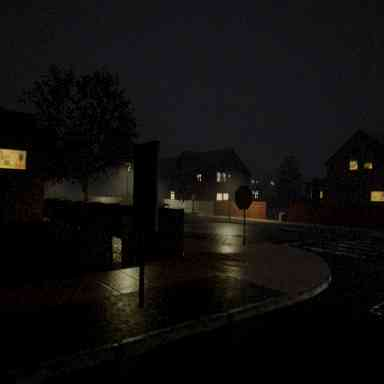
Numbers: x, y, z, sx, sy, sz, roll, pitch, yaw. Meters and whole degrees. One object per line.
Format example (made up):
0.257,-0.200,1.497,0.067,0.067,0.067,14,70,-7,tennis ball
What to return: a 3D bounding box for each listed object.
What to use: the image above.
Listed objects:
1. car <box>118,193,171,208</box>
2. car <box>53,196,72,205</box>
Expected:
-3.691,1.119,25.079,2.150,2.045,5.566,2,-1,-37,car
-16.632,1.323,42.392,1.837,1.490,4.892,2,-1,-36,car
